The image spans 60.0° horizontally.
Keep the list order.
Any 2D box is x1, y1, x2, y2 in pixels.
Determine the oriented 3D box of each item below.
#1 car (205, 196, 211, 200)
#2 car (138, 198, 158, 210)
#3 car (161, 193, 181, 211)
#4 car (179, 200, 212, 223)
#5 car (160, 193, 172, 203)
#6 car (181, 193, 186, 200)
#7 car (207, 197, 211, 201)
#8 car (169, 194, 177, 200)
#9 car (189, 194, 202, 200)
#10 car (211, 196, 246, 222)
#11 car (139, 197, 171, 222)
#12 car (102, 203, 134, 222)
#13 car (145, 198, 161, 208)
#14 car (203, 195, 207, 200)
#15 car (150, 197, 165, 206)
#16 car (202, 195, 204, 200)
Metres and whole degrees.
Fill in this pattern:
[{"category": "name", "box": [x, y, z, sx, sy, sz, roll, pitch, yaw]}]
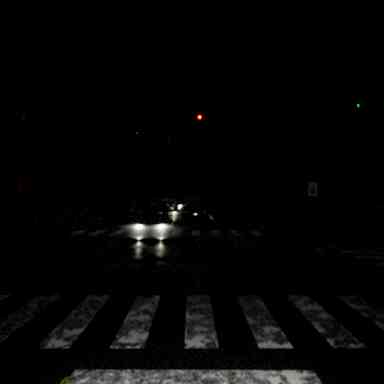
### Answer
[{"category": "car", "box": [3.019, 1.488, 41.958, 2.008, 1.369, 4.403, 0, 0, 0]}, {"category": "car", "box": [-5.506, 1.488, 42.004, 2.008, 1.369, 4.403, 0, 0, 0]}, {"category": "car", "box": [-2.848, 1.161, 40.462, 2.150, 2.045, 5.566, 0, 0, 0]}, {"category": "car", "box": [0.252, 1.519, 25.154, 1.994, 1.385, 4.181, 0, 0, 0]}, {"category": "car", "box": [-5.337, 1.225, 69.288, 2.192, 1.841, 5.009, 0, 0, 0]}, {"category": "car", "box": [-2.635, 1.413, 59.997, 2.128, 1.511, 4.902, 0, 0, 0]}, {"category": "car", "box": [2.985, 1.509, 36.502, 1.947, 1.339, 4.313, 0, 0, 0]}, {"category": "car", "box": [-5.202, 1.337, 91.116, 1.967, 1.590, 4.097, 0, 0, 0]}, {"category": "car", "box": [0.402, 1.448, 56.426, 1.812, 1.442, 4.674, 0, 0, 1]}, {"category": "car", "box": [2.917, 1.270, 25.590, 2.192, 1.841, 5.009, 0, 0, 0]}, {"category": "car", "box": [-2.943, 1.432, 26.031, 1.882, 1.535, 5.008, 0, 0, 0]}, {"category": "car", "box": [-5.608, 1.521, 25.633, 1.947, 1.339, 4.313, 0, 0, 0]}, {"category": "car", "box": [-5.473, 1.514, 47.461, 1.802, 1.307, 4.206, 0, 0, 0]}, {"category": "car", "box": [3.053, 1.483, 47.415, 2.008, 1.369, 4.403, 0, 0, 0]}, {"category": "car", "box": [-5.439, 1.508, 52.918, 1.802, 1.307, 4.206, 0, 0, 0]}, {"category": "car", "box": [3.086, 1.366, 52.871, 1.967, 1.590, 4.097, 0, 0, 0]}]
